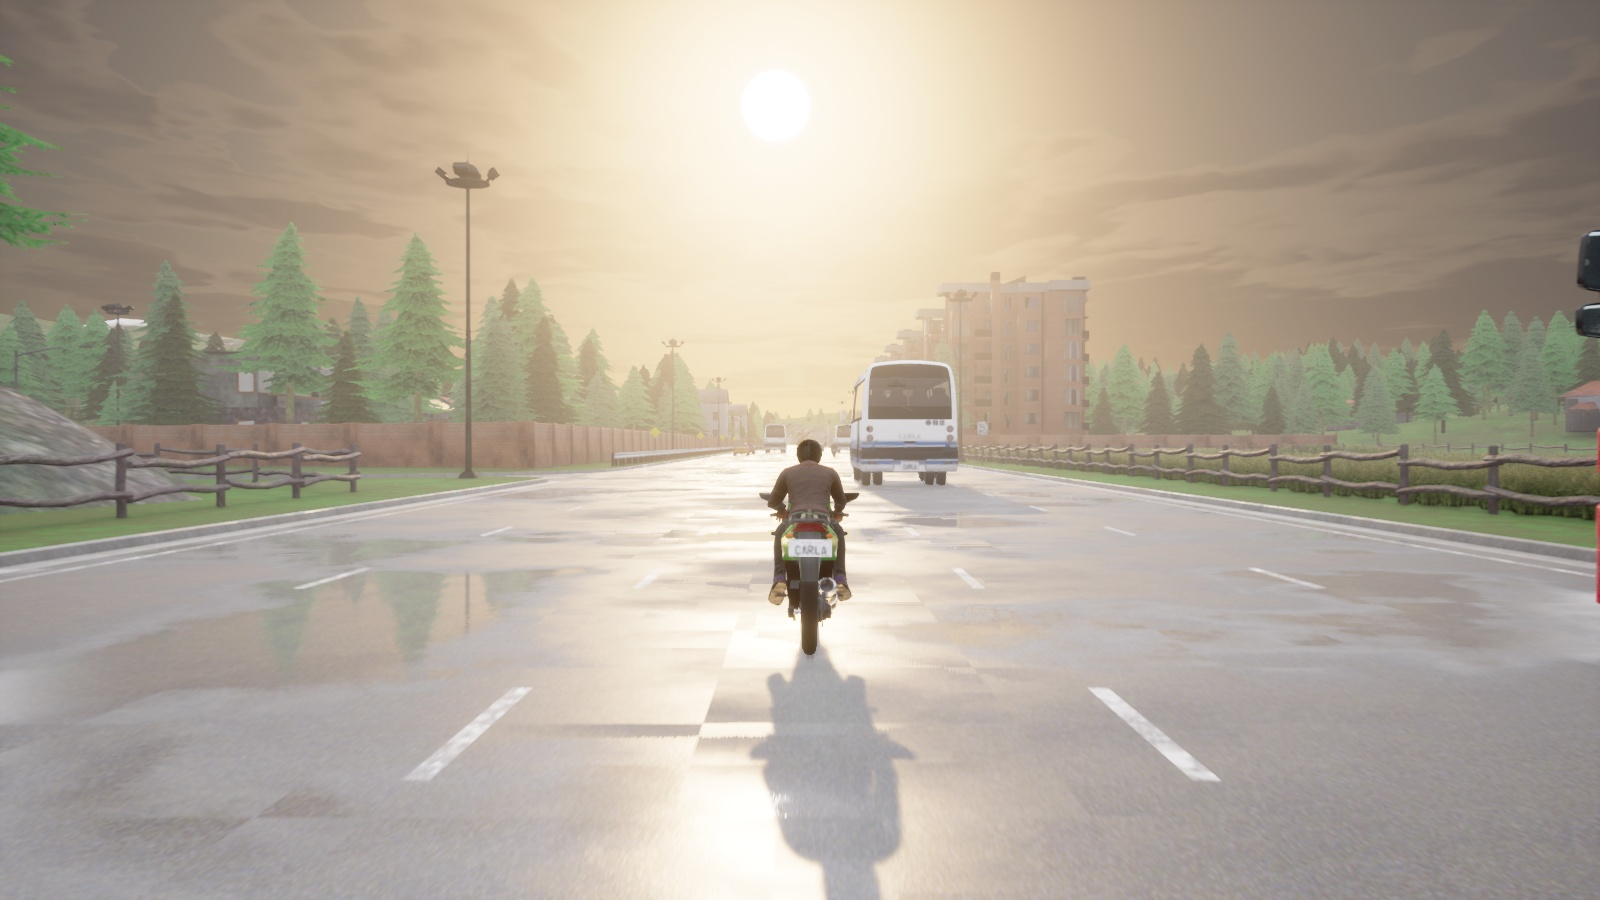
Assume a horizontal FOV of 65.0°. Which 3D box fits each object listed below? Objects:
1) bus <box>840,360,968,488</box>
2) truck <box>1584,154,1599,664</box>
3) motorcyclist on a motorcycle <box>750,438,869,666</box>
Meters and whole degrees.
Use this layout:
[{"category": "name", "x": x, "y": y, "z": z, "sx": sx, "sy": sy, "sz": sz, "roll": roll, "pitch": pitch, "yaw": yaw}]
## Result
[{"category": "bus", "x": 3.649, "y": -0.892, "z": 47.082, "sx": 3.944, "sy": 4.253, "sz": 10.273, "roll": 0, "pitch": 0, "yaw": 0}, {"category": "truck", "x": 5.893, "y": -0.257, "z": 4.590, "sx": 2.891, "sy": 3.462, "sz": 7.936, "roll": 0, "pitch": 0, "yaw": 15}, {"category": "motorcyclist on a motorcycle", "x": 0.069, "y": 0.676, "z": 9.416, "sx": 0.797, "sy": 1.523, "sz": 2.044, "roll": 0, "pitch": 0, "yaw": 0}]
